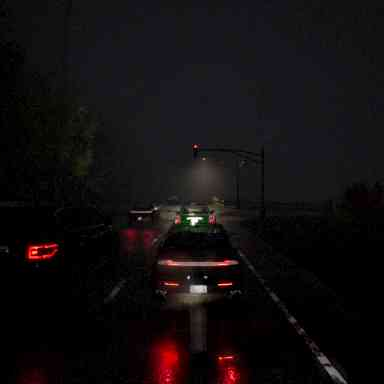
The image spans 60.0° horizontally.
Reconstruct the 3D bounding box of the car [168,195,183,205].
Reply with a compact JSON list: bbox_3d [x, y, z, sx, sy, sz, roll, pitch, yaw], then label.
[{"bbox_3d":[-3.289,1.496,59.213,2.128,1.511,4.902,0,0,0],"label":"car"}]

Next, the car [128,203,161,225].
[{"bbox_3d":[-3.354,1.497,23.866,2.128,1.511,4.902,0,0,0],"label":"car"}]

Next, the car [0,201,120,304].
[{"bbox_3d":[-3.384,1.221,8.267,2.150,2.045,5.566,0,0,0],"label":"car"}]

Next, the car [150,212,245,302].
[{"bbox_3d":[0.116,1.494,8.270,2.128,1.511,4.902,0,0,0],"label":"car"}]

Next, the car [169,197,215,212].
[{"bbox_3d":[0.132,1.356,17.420,2.097,1.767,4.553,0,0,0],"label":"car"}]
